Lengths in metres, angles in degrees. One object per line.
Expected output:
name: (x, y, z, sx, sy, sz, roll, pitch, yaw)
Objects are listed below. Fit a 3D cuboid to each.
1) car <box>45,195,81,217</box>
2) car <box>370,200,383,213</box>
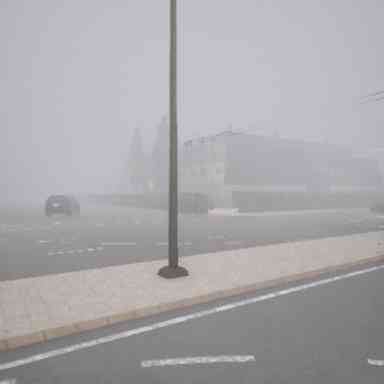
car: (-12.199, 1.324, 31.765, 2.150, 2.045, 5.566, -2, 0, -6)
car: (21.375, 1.541, 36.156, 5.008, 1.535, 1.882, -1, 1, -33)
